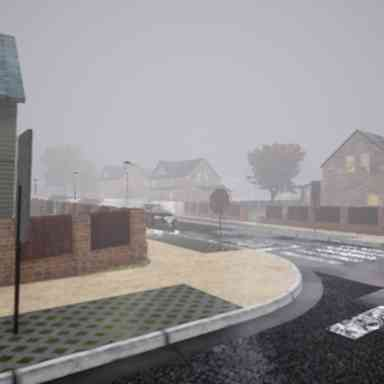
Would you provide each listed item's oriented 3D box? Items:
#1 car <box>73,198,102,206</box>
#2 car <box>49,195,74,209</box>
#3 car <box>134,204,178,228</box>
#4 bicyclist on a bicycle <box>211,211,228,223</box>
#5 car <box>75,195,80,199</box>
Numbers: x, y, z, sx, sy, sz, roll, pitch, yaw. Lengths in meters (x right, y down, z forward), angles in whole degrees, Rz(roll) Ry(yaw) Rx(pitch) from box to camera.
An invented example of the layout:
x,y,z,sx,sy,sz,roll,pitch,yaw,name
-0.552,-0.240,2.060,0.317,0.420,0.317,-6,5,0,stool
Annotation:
x,y,z,sx,sy,sz,roll,pitch,yaw,name
-10.200,1.678,34.005,2.033,1.411,5.357,2,-1,-33,car
-18.781,1.438,47.057,2.150,2.045,5.566,2,-1,-34,car
-2.768,1.591,22.840,2.128,1.511,4.902,2,-1,-34,car
2.184,1.593,25.976,1.656,1.620,0.582,2,-1,-34,bicyclist on a bicycle
-13.561,1.596,44.262,2.097,1.767,4.553,2,-1,-33,car
